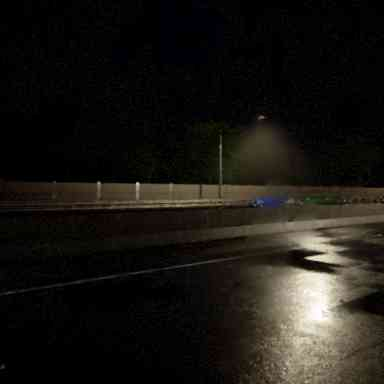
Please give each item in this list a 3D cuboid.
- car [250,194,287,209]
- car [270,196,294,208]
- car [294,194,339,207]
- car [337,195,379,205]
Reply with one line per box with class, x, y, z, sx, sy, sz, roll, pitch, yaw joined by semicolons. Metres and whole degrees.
car;9.696;1.227;41.045;5.566;2.045;2.150;0;0;-36
car;11.845;1.553;38.280;5.357;1.411;2.033;0;0;-36
car;13.794;1.227;35.371;5.566;2.045;2.150;0;0;-36
car;17.095;1.359;33.428;4.553;1.767;2.097;0;0;-36
